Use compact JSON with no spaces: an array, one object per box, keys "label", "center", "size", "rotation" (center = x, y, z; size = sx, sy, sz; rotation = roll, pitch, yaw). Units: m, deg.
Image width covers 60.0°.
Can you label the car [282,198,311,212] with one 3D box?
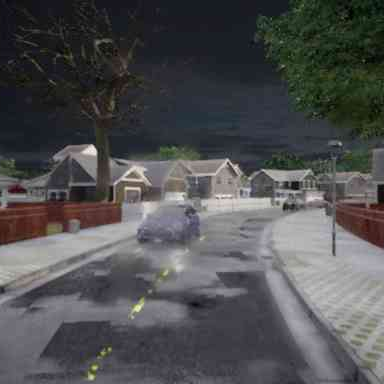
[{"label":"car","center":[13.299,1.547,42.908],"size":[2.097,1.767,4.553],"rotation":[0,0,35]}]

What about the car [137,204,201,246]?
[{"label":"car","center":[-0.933,1.401,15.684],"size":[2.097,1.767,4.553],"rotation":[0,0,12]}]

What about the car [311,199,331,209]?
[{"label":"car","center":[19.509,1.786,51.047],"size":[2.033,1.411,5.357],"rotation":[0,0,42]}]
